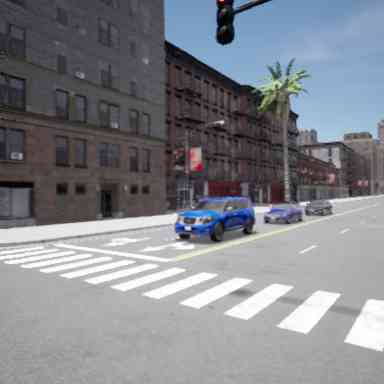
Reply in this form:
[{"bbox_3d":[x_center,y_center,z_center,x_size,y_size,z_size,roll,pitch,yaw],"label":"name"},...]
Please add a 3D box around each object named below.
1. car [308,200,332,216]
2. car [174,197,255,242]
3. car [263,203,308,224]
[{"bbox_3d":[12.908,1.573,33.890,1.837,1.490,4.892,-1,0,35],"label":"car"},{"bbox_3d":[1.381,1.301,17.368,2.150,2.045,5.566,-1,0,35],"label":"car"},{"bbox_3d":[7.095,1.599,25.567,1.812,1.442,4.674,-1,0,35],"label":"car"}]
